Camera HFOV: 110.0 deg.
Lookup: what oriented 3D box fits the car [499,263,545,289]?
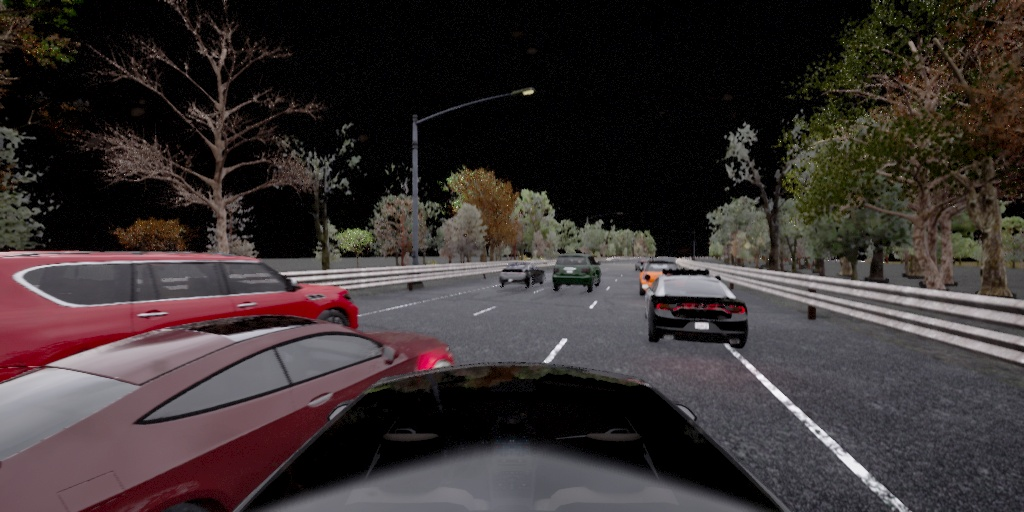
[{"bbox_3d":[0.746,1.175,22.680,2.128,1.511,4.902,0,0,20],"label":"car"}]

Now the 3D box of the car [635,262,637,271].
[{"bbox_3d":[16.679,1.120,45.438,2.128,1.511,4.902,0,0,22],"label":"car"}]

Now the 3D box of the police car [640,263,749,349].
[{"bbox_3d":[4.532,1.149,9.438,1.930,1.638,5.238,0,0,19],"label":"police car"}]

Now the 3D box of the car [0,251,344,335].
[{"bbox_3d":[-5.081,0.959,5.723,2.150,2.045,5.566,0,0,18],"label":"car"}]

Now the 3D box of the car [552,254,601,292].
[{"bbox_3d":[3.907,0.910,21.143,2.150,2.045,5.566,0,0,20],"label":"car"}]

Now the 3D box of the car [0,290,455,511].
[{"bbox_3d":[-2.203,1.271,3.263,1.812,1.442,4.674,0,0,18],"label":"car"}]

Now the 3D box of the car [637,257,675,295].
[{"bbox_3d":[7.722,1.047,18.635,2.097,1.767,4.553,0,0,19],"label":"car"}]
